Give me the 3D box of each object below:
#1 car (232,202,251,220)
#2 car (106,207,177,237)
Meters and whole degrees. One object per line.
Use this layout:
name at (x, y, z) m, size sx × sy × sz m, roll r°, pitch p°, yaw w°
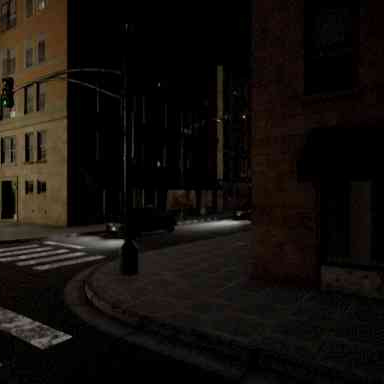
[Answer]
car at (5.380, 1.651, 30.157) m, size 2.128 × 1.511 × 4.902 m, roll 0°, pitch 0°, yaw 35°
car at (-2.672, 1.609, 18.782) m, size 1.812 × 1.442 × 4.674 m, roll 0°, pitch 0°, yaw 34°
